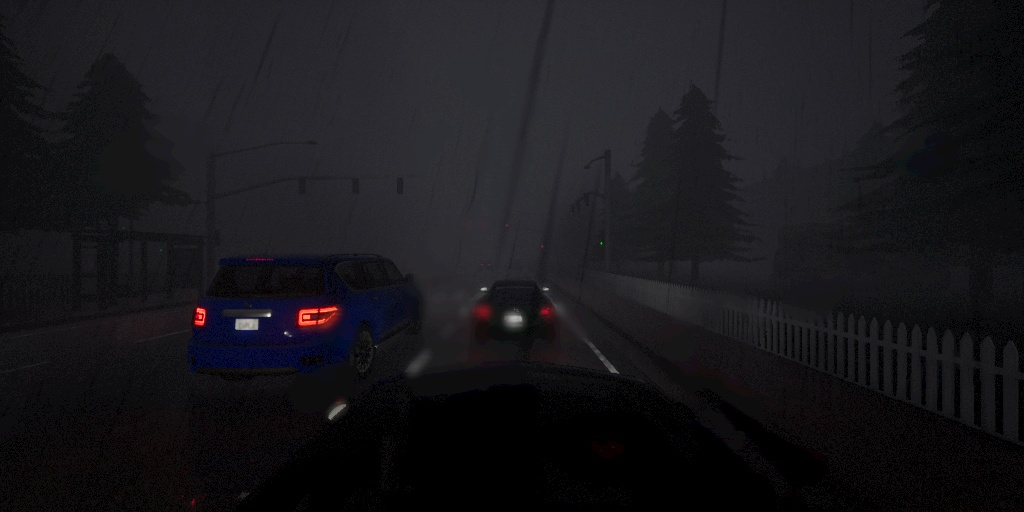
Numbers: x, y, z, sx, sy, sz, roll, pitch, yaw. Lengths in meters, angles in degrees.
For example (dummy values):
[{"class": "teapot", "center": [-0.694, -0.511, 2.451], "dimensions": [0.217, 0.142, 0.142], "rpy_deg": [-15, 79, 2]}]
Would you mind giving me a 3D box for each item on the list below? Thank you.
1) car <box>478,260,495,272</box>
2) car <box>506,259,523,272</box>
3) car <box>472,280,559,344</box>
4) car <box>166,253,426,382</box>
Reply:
[{"class": "car", "center": [-3.224, 1.242, 45.593], "dimensions": [2.128, 1.511, 4.902], "rpy_deg": [0, 0, 1]}, {"class": "car", "center": [0.278, 1.102, 45.693], "dimensions": [2.097, 1.767, 4.553], "rpy_deg": [0, 0, 0]}, {"class": "car", "center": [0.089, 1.314, 9.592], "dimensions": [1.994, 1.385, 4.181], "rpy_deg": [0, 0, 1]}, {"class": "car", "center": [-3.404, 0.972, 7.312], "dimensions": [2.150, 2.045, 5.566], "rpy_deg": [0, 0, 0]}]
